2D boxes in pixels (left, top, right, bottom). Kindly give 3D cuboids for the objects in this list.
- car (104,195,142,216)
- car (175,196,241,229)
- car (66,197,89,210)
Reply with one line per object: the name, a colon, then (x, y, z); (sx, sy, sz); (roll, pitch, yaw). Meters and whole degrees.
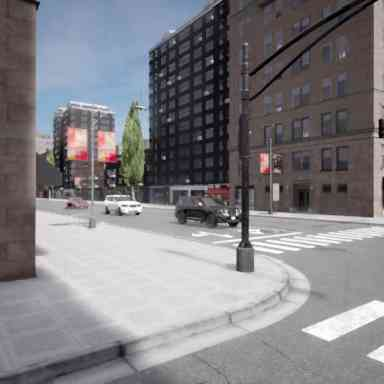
car: (-7.217, 1.340, 34.222); (2.150, 2.045, 5.566); (0, 0, -36)
car: (0.951, 1.285, 22.912); (2.150, 2.045, 5.566); (0, 0, -36)
car: (-16.088, 1.526, 46.590); (2.097, 1.767, 4.553); (0, 0, -35)
